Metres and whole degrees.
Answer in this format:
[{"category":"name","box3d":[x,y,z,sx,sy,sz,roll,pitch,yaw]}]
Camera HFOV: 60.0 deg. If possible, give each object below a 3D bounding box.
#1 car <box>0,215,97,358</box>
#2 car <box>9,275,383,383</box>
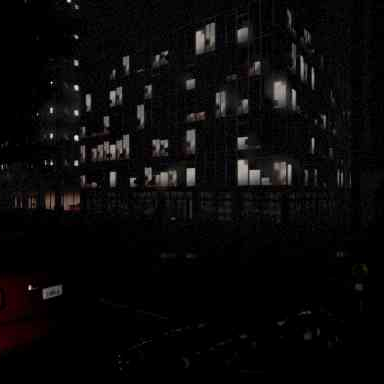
[{"category":"car","box3d":[-3.663,1.315,5.493,5.009,1.841,2.192,0,0,36]},{"category":"car","box3d":[0.832,1.566,2.284,4.313,1.339,1.947,0,0,36]}]
